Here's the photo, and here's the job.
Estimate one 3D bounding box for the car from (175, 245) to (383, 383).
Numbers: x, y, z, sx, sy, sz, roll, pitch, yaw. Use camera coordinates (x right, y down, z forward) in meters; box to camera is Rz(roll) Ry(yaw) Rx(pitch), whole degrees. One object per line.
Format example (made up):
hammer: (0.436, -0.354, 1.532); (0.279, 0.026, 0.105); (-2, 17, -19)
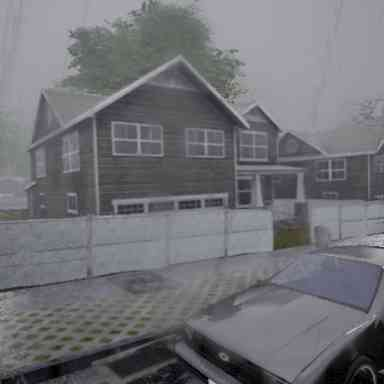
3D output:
car: (2.419, 1.544, 4.796); (5.357, 1.411, 2.033); (0, 0, -36)
